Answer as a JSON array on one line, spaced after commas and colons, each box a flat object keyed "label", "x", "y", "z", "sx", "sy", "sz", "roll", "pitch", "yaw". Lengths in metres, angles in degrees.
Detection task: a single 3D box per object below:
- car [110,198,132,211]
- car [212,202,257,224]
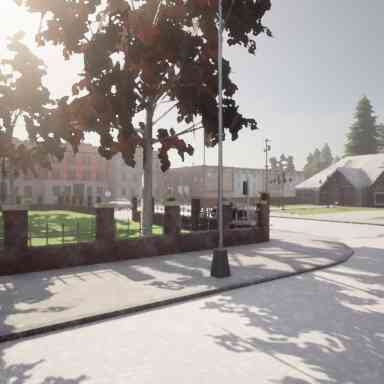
[{"label": "car", "x": -8.796, "y": 1.525, "z": 41.779, "sx": 1.812, "sy": 1.442, "sz": 4.674, "roll": 0, "pitch": 0, "yaw": -35}, {"label": "car", "x": 3.487, "y": 1.491, "z": 24.392, "sx": 2.128, "sy": 1.511, "sz": 4.902, "roll": 0, "pitch": 0, "yaw": -35}]
